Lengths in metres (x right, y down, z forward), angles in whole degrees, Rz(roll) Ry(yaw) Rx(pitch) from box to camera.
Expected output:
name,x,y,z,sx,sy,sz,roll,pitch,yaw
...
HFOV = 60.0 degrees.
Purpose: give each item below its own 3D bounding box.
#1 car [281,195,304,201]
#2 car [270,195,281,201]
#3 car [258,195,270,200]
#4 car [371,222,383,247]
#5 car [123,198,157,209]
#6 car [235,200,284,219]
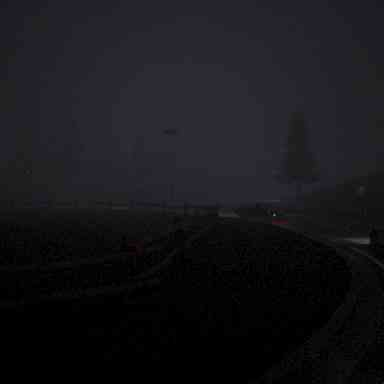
name,x,y,z,sx,sy,sz,roll,pitch,yaw
car,24.398,1.506,80.623,4.181,1.385,1.994,0,0,-34
car,22.455,1.519,83.535,4.181,1.385,1.994,0,0,-34
car,19.251,1.474,85.604,5.008,1.535,1.882,0,0,-34
car,7.936,1.500,11.741,1.812,1.442,4.674,0,0,12
car,-7.251,1.594,46.285,4.892,1.490,1.837,0,0,24
car,5.708,1.605,28.930,1.895,1.301,4.718,0,0,-26
